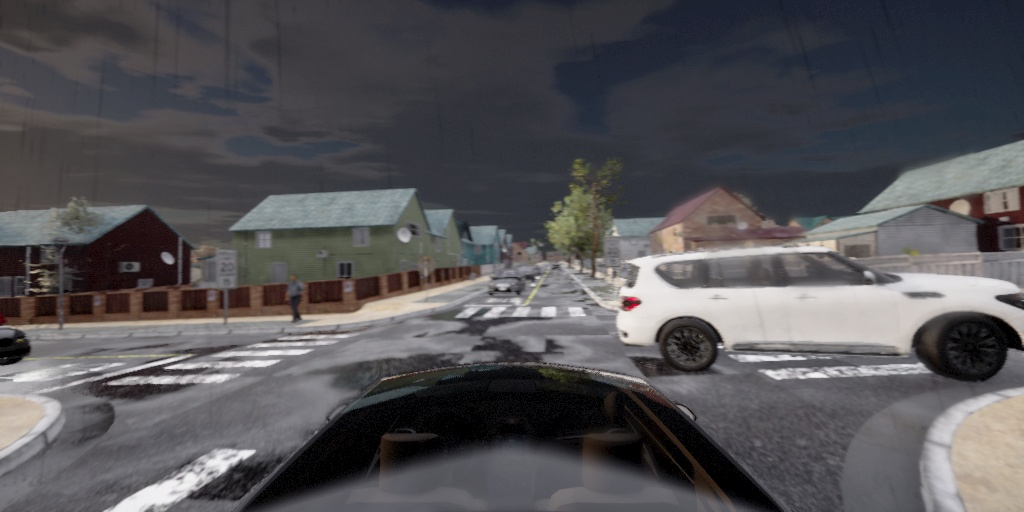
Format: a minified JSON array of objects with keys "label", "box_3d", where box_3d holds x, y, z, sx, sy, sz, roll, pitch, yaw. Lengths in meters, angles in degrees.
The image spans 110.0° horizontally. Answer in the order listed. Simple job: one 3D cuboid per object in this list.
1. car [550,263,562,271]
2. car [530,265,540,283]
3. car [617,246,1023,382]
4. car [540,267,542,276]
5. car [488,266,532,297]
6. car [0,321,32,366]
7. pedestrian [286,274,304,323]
[{"label":"car","box_3d":[7.910,1.950,64.167,1.837,1.490,4.892,-1,-1,7]},{"label":"car","box_3d":[1.288,1.657,33.990,1.882,1.535,5.008,-1,-1,7]},{"label":"car","box_3d":[4.716,0.816,6.344,5.566,2.045,2.150,-5,-1,24]},{"label":"car","box_3d":[2.837,1.883,46.533,1.994,1.385,4.181,-1,-1,8]},{"label":"car","box_3d":[-0.206,1.531,21.661,2.128,1.511,4.902,-1,-1,7]},{"label":"car","box_3d":[-14.075,2.014,8.297,4.892,1.490,1.837,-3,-2,7]},{"label":"pedestrian","box_3d":[-8.099,1.558,13.379,0.375,1.860,0.375,-1,0,7]}]
